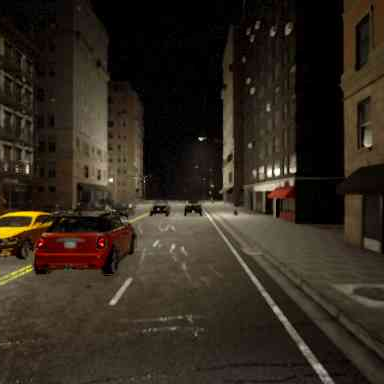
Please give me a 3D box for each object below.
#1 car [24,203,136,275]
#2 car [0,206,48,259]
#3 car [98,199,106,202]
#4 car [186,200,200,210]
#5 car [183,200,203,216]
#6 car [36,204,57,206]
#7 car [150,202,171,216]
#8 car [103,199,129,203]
[{"bbox_3d":[-3.144,1.394,10.711,2.097,1.767,4.553,0,0,0],"label":"car"},{"bbox_3d":[-6.585,1.528,12.959,1.882,1.535,5.008,0,0,0],"label":"car"},{"bbox_3d":[-9.736,1.685,31.200,1.994,1.385,4.181,0,0,0],"label":"car"},{"bbox_3d":[0.112,1.789,48.396,1.895,1.301,4.718,0,0,-1],"label":"car"},{"bbox_3d":[0.118,1.639,34.359,1.837,1.490,4.892,0,0,0],"label":"car"},{"bbox_3d":[-9.822,1.590,22.319,1.837,1.490,4.892,0,0,0],"label":"car"},{"bbox_3d":[-3.135,1.678,33.685,2.033,1.411,5.357,0,0,0],"label":"car"},{"bbox_3d":[-6.486,1.674,31.198,2.033,1.411,5.357,0,0,0],"label":"car"}]
